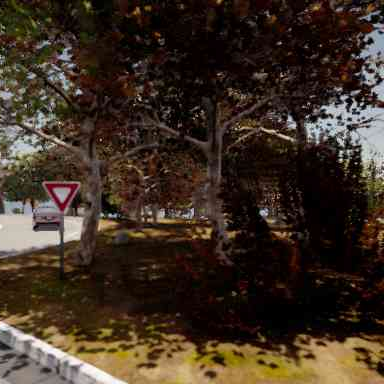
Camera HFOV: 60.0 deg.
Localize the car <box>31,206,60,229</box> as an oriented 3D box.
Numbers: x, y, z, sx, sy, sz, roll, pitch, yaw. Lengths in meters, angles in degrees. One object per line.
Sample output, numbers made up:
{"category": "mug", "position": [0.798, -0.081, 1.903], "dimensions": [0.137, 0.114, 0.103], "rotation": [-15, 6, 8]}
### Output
{"category": "car", "position": [-10.219, 1.722, 23.397], "dimensions": [2.033, 1.411, 5.357], "rotation": [0, 0, -27]}
